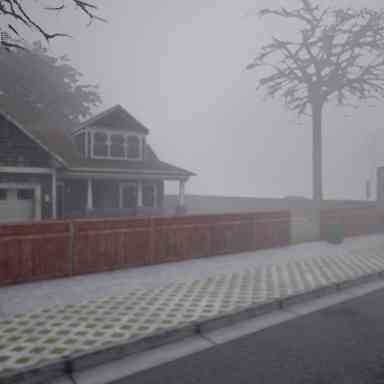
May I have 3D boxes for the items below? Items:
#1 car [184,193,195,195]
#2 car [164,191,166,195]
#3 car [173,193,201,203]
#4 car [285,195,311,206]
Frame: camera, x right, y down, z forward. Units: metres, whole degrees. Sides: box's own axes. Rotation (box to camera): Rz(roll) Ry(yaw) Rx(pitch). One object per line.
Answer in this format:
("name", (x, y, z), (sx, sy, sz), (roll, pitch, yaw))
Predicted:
("car", (-0.918, 1.004, 48.055), (1.812, 1.442, 4.674), (0, 1, -36))
("car", (-6.891, 0.473, 61.056), (2.150, 2.045, 5.566), (0, 1, -36))
("car", (-0.851, 0.918, 52.840), (1.837, 1.490, 4.892), (0, 1, -35))
("car", (10.686, 1.139, 32.083), (2.097, 1.767, 4.553), (0, 1, -36))
